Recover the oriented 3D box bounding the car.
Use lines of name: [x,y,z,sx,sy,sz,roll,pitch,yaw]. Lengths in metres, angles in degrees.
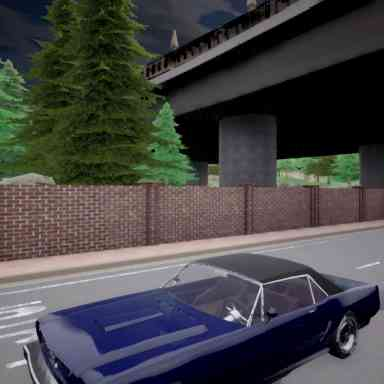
car: [0.478,1.601,4.372,4.718,1.301,1.895,0,0,-37]
